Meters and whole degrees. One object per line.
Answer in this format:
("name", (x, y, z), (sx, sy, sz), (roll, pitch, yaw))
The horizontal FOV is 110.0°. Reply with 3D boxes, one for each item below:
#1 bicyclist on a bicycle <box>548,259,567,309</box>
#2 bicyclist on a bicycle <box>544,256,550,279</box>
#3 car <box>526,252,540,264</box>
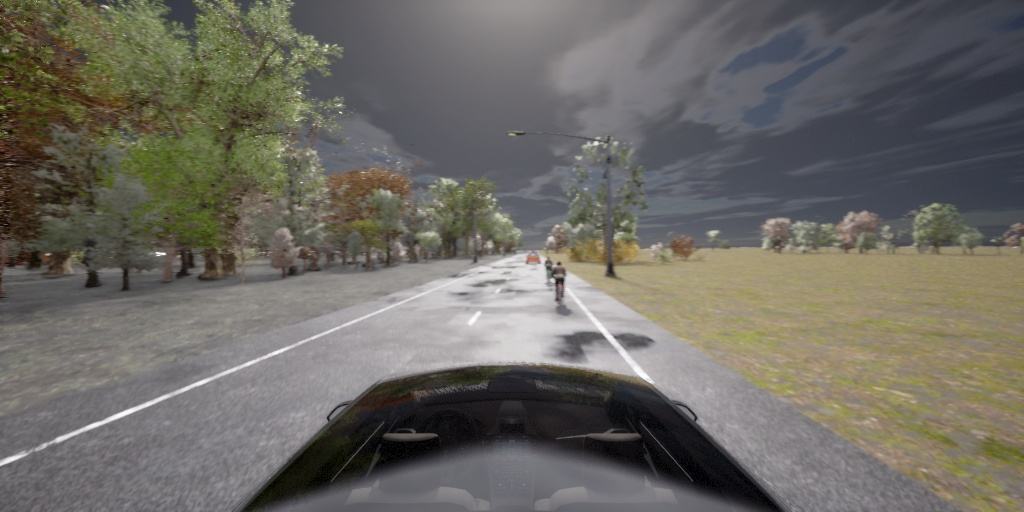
("bicyclist on a bicycle", (1.691, 1.002, 12.685), (0.582, 1.620, 1.656), (-1, 1, 3))
("bicyclist on a bicycle", (2.208, 0.852, 21.616), (0.582, 1.620, 1.656), (-1, 1, 3))
("car", (3.210, 0.220, 54.117), (2.097, 1.767, 4.553), (-1, 1, 3))
